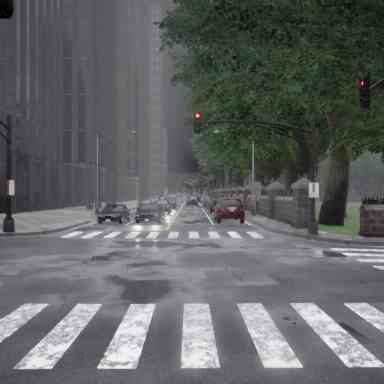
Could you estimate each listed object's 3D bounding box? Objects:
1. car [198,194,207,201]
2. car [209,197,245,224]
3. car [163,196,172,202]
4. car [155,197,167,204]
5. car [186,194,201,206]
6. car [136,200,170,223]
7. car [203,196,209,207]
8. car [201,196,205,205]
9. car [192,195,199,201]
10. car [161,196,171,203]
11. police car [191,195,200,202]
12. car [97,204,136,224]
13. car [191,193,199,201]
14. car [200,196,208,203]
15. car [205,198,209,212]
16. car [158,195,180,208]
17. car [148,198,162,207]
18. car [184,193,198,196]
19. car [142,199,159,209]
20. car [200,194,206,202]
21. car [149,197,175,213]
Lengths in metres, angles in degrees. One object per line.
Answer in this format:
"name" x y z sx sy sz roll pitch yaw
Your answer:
"car" 2.677 1.399 85.120 2.192 1.841 5.009 0 0 0
"car" 2.738 1.326 25.099 2.192 1.841 5.009 0 0 0
"car" -5.843 1.620 79.651 1.887 1.381 4.507 0 0 0
"car" -5.826 1.635 63.280 1.802 1.307 4.206 0 0 0
"car" 0.045 1.570 55.241 1.812 1.442 4.674 0 0 0
"car" -3.126 1.559 25.599 2.033 1.411 5.357 0 0 0
"car" 2.722 1.579 41.467 2.008 1.369 4.403 0 0 0
"car" 2.716 1.585 46.924 2.008 1.369 4.403 0 0 0
"car" 0.814 1.592 85.752 1.837 1.490 4.892 0 0 0
"car" -5.837 1.612 74.194 1.887 1.381 4.507 0 0 0
"police car" 0.824 1.495 75.862 1.930 1.638 5.238 0 0 0
"car" -5.787 1.576 25.081 1.947 1.339 4.313 0 0 0
"car" 0.808 1.320 91.783 2.150 2.045 5.566 0 0 0
"car" 2.688 1.593 74.377 1.752 1.417 4.829 0 0 0
"car" 2.727 1.588 36.011 1.947 1.339 4.313 0 0 0
"car" -3.135 1.524 45.504 2.128 1.511 4.902 0 0 0
"car" -5.815 1.623 52.366 1.802 1.307 4.206 0 0 0
"car" 0.025 1.407 65.004 2.097 1.767 4.553 0 0 0
"car" -5.809 1.616 46.908 1.802 1.307 4.206 0 0 0
"car" 2.711 1.481 52.381 1.967 1.590 4.097 0 0 0
"car" -3.121 1.547 35.237 1.812 1.442 4.674 0 0 0
